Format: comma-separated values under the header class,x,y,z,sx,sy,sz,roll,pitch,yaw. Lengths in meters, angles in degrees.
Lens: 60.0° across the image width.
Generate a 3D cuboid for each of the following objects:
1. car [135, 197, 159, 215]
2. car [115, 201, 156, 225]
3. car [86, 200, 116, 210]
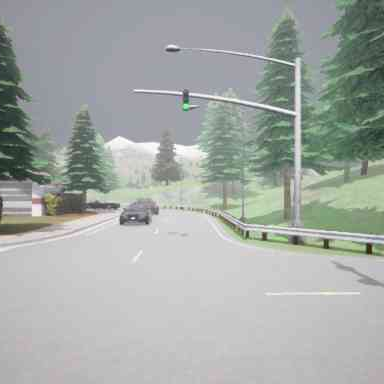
class,x,y,z,sx,sy,sz,roll,pitch,yaw
car,-4.800,1.351,33.846,2.097,1.767,4.553,0,0,-19
car,-3.972,1.564,24.055,1.994,1.385,4.181,0,0,-2
car,-11.369,1.607,41.589,4.718,1.301,1.895,0,0,14
